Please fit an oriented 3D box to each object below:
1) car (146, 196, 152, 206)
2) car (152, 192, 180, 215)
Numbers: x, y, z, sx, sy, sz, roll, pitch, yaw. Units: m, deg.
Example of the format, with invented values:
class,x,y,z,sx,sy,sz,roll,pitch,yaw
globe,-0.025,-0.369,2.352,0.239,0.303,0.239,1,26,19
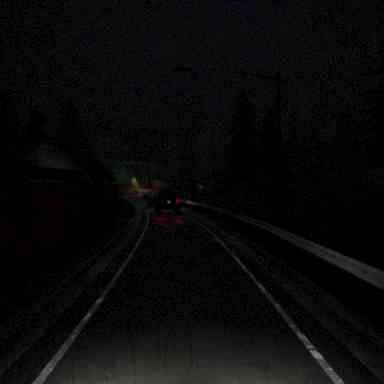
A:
class,x,y,z,sx,sy,sz,roll,pitch,yaw
car,-5.325,1.254,47.101,1.994,1.385,4.181,0,0,-13
car,-2.421,1.007,31.845,2.150,2.045,5.566,0,0,-9
